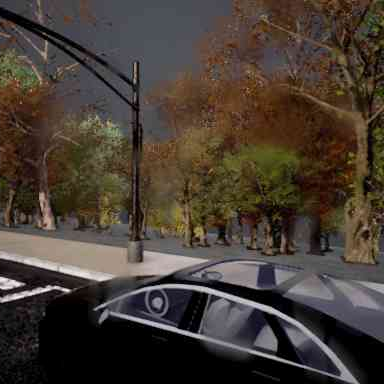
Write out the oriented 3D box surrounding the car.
[{"bbox_3d":[0.275,1.495,3.478,4.902,1.511,2.128,0,0,37],"label":"car"}]
